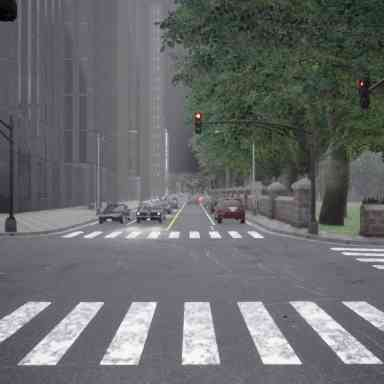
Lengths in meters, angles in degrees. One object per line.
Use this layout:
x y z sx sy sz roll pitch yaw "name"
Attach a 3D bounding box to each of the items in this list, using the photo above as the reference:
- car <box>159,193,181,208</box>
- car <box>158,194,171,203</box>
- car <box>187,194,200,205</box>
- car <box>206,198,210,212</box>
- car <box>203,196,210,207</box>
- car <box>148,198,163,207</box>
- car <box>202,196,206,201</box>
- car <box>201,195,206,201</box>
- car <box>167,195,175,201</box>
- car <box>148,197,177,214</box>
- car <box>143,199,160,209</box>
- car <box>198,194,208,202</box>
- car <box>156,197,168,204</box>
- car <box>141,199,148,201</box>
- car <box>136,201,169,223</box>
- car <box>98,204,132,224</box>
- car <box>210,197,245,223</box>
-3.023 1.385 45.723 2.097 1.767 4.553 0 0 0 "car"
-5.664 1.375 68.844 2.192 1.841 5.009 0 0 0 "car"
0.189 1.596 59.296 2.033 1.411 5.357 0 0 0 "car"
2.814 1.588 36.097 1.947 1.339 4.313 0 0 0 "car"
2.822 1.579 41.553 2.008 1.369 4.403 0 0 0 "car"
-5.688 1.623 52.473 1.802 1.307 4.206 0 0 0 "car"
2.830 1.585 47.010 2.008 1.369 4.403 0 0 0 "car"
2.838 1.481 52.467 1.967 1.590 4.097 0 0 0 "car"
-5.633 1.533 90.672 1.967 1.590 4.097 0 0 0 "car"
-3.044 1.569 35.448 2.033 1.411 5.357 0 0 1 "car"
-5.696 1.616 47.015 1.802 1.307 4.206 0 0 0 "car"
2.496 1.424 75.811 2.097 1.767 4.553 0 0 0 "car"
-5.672 1.635 63.387 1.802 1.307 4.206 0 0 0 "car"
-5.703 1.579 41.558 2.008 1.369 4.403 0 0 0 "car"
-3.063 1.612 25.630 1.895 1.301 4.718 0 0 0 "car"
-5.727 1.576 25.188 1.947 1.339 4.313 0 0 0 "car"
2.798 1.326 25.185 2.192 1.841 5.009 0 0 0 "car"
